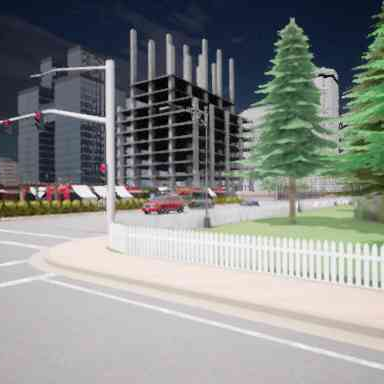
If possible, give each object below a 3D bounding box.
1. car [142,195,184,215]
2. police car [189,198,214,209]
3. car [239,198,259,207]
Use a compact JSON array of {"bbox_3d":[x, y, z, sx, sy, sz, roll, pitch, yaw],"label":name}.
[{"bbox_3d":[-3.048,1.411,36.413,2.150,2.045,5.566,-1,0,34],"label":"car"},{"bbox_3d":[1.350,1.645,48.988,1.930,1.638,5.238,-1,0,34],"label":"police car"},{"bbox_3d":[9.474,1.721,54.766,1.812,1.442,4.674,-1,-1,34],"label":"car"}]
